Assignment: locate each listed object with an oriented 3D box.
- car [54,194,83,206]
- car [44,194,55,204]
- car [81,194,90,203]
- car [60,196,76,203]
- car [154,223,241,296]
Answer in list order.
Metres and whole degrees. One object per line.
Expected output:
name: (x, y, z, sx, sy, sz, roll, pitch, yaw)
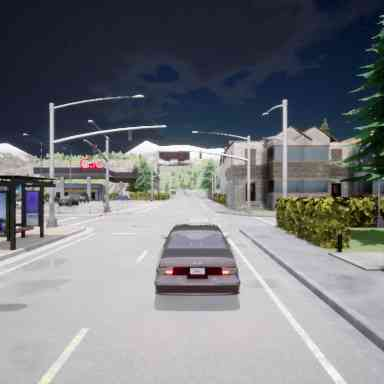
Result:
car: (-18.891, 1.489, 51.029, 2.007, 1.523, 4.514, 0, 0, 0)
car: (-25.854, 1.289, 61.025, 1.932, 1.855, 4.605, 0, 0, 0)
car: (-22.584, 1.268, 68.900, 1.905, 1.878, 3.866, 0, 0, 0)
car: (-25.910, 1.552, 69.504, 1.970, 1.475, 3.806, 0, 0, 0)
car: (0.105, 1.547, 8.822, 2.033, 1.411, 5.357, 0, 0, 0)
